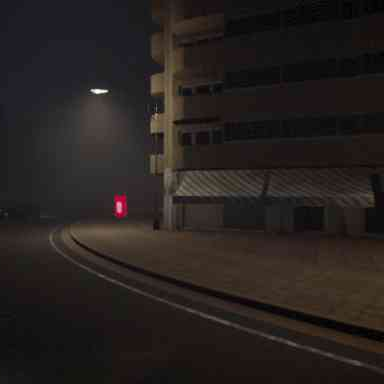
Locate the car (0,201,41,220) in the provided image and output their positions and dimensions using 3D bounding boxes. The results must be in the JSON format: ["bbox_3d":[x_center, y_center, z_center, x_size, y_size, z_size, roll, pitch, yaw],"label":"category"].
[{"bbox_3d":[-14.617,1.583,28.395,1.812,1.442,4.674,0,0,-2],"label":"car"}]

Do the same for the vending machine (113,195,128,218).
[{"bbox_3d":[-6.531,1.301,30.315,1.100,2.100,0.880,0,0,2],"label":"vending machine"}]
